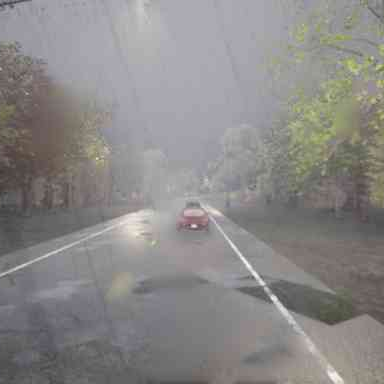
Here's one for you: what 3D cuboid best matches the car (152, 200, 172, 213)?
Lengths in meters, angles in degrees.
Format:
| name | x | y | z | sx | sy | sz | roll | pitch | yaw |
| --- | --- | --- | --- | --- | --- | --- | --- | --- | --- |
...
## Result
| name | x | y | z | sx | sy | sz | roll | pitch | yaw |
| --- | --- | --- | --- | --- | --- | --- | --- | --- | --- |
| car | -3.574 | 1.682 | 39.709 | 1.812 | 1.442 | 4.674 | 0 | 0 | 0 |

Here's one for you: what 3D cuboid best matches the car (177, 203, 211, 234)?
| name | x | y | z | sx | sy | sz | roll | pitch | yaw |
| --- | --- | --- | --- | --- | --- | --- | --- | --- | --- |
| car | 0.105 | 1.604 | 19.602 | 1.812 | 1.442 | 4.674 | 0 | 0 | 0 |

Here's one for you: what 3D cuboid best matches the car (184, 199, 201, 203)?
| name | x | y | z | sx | sy | sz | roll | pitch | yaw |
| --- | --- | --- | --- | --- | --- | --- | --- | --- | --- |
| car | 0.108 | 1.671 | 41.878 | 1.837 | 1.490 | 4.892 | 0 | 0 | 0 |
